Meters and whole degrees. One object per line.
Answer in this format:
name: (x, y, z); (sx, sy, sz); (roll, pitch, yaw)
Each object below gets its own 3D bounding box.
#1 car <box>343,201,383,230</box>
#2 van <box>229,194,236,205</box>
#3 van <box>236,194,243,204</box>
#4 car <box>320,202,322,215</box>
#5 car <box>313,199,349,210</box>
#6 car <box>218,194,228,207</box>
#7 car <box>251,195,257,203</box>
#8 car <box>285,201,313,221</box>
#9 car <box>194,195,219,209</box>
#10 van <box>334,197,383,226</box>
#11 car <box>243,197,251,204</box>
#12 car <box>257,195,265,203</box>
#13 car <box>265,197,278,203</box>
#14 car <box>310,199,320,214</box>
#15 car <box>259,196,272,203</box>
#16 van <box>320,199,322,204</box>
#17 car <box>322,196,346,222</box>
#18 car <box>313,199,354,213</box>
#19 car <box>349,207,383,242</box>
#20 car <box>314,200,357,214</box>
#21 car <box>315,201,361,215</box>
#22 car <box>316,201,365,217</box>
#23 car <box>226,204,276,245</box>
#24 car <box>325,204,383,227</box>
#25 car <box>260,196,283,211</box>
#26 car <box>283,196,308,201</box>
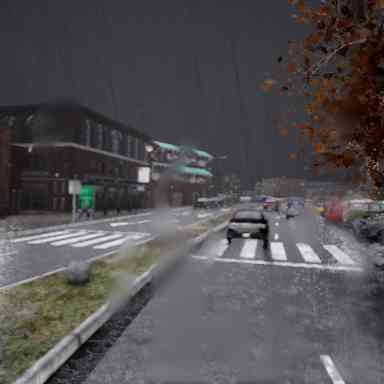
car: (11.231, 1.637, 18.428); (4.553, 1.767, 2.185); (1, 0, 15)
van: (5.434, 1.297, 55.973); (1.878, 1.987, 4.442); (1, 0, 22)
van: (7.454, 1.321, 61.131); (1.878, 1.987, 4.442); (1, 0, 23)
car: (13.965, 1.847, 28.921); (4.674, 1.452, 2.002); (1, 0, 16)
car: (20.749, 1.851, 49.798); (4.792, 1.488, 2.163); (1, 0, 21)
car: (3.531, 1.545, 50.855); (2.163, 1.488, 4.792); (1, 0, 20)
car: (11.874, 1.710, 71.433); (2.002, 1.452, 4.674); (1, -1, 25)
car: (9.619, 1.797, 30.547); (1.994, 1.385, 4.181); (1, 0, 15)
car: (1.736, 1.508, 45.663); (2.097, 1.535, 5.008); (1, 0, 19)
van: (11.783, 1.548, 21.133); (4.442, 1.987, 1.878); (1, 0, 15)
car: (9.649, 1.637, 66.358); (2.002, 1.452, 4.674); (1, 0, 23)
car: (16.601, 1.635, 81.421); (2.435, 2.045, 5.566); (1, -1, 27)
car: (21.839, 2.206, 91.359); (2.231, 1.521, 4.892); (1, -2, 30)
car: (15.320, 1.812, 34.202); (5.366, 1.575, 1.946); (1, 0, 17)
car: (19.169, 1.908, 86.403); (2.185, 1.767, 4.553); (1, -1, 28)
van: (14.834, 1.591, 31.495); (4.442, 1.987, 1.878); (1, 0, 16)
car: (12.608, 1.539, 23.755); (5.566, 2.045, 2.435); (1, 0, 15)
car: (18.875, 1.827, 44.532); (4.892, 1.521, 2.231); (1, 0, 20)
car: (10.500, 1.747, 15.771); (4.892, 1.521, 2.231); (1, 0, 15)
car: (18.022, 1.857, 41.937); (4.792, 1.488, 2.163); (1, 0, 19)
car: (17.108, 1.855, 39.365); (4.792, 1.488, 2.163); (1, 0, 18)
car: (16.305, 1.863, 36.754); (4.674, 1.452, 2.002); (1, 0, 18)
car: (2.791, 1.588, 16.145); (2.128, 1.511, 4.902); (1, 0, 13)
car: (13.243, 1.828, 26.407); (4.792, 1.488, 2.163); (1, 0, 16)
car: (10.485, 1.704, 43.690); (1.837, 1.490, 4.892); (1, 0, 19)
car: (13.258, 1.481, 42.408); (2.150, 2.045, 5.566); (1, 1, 19)
